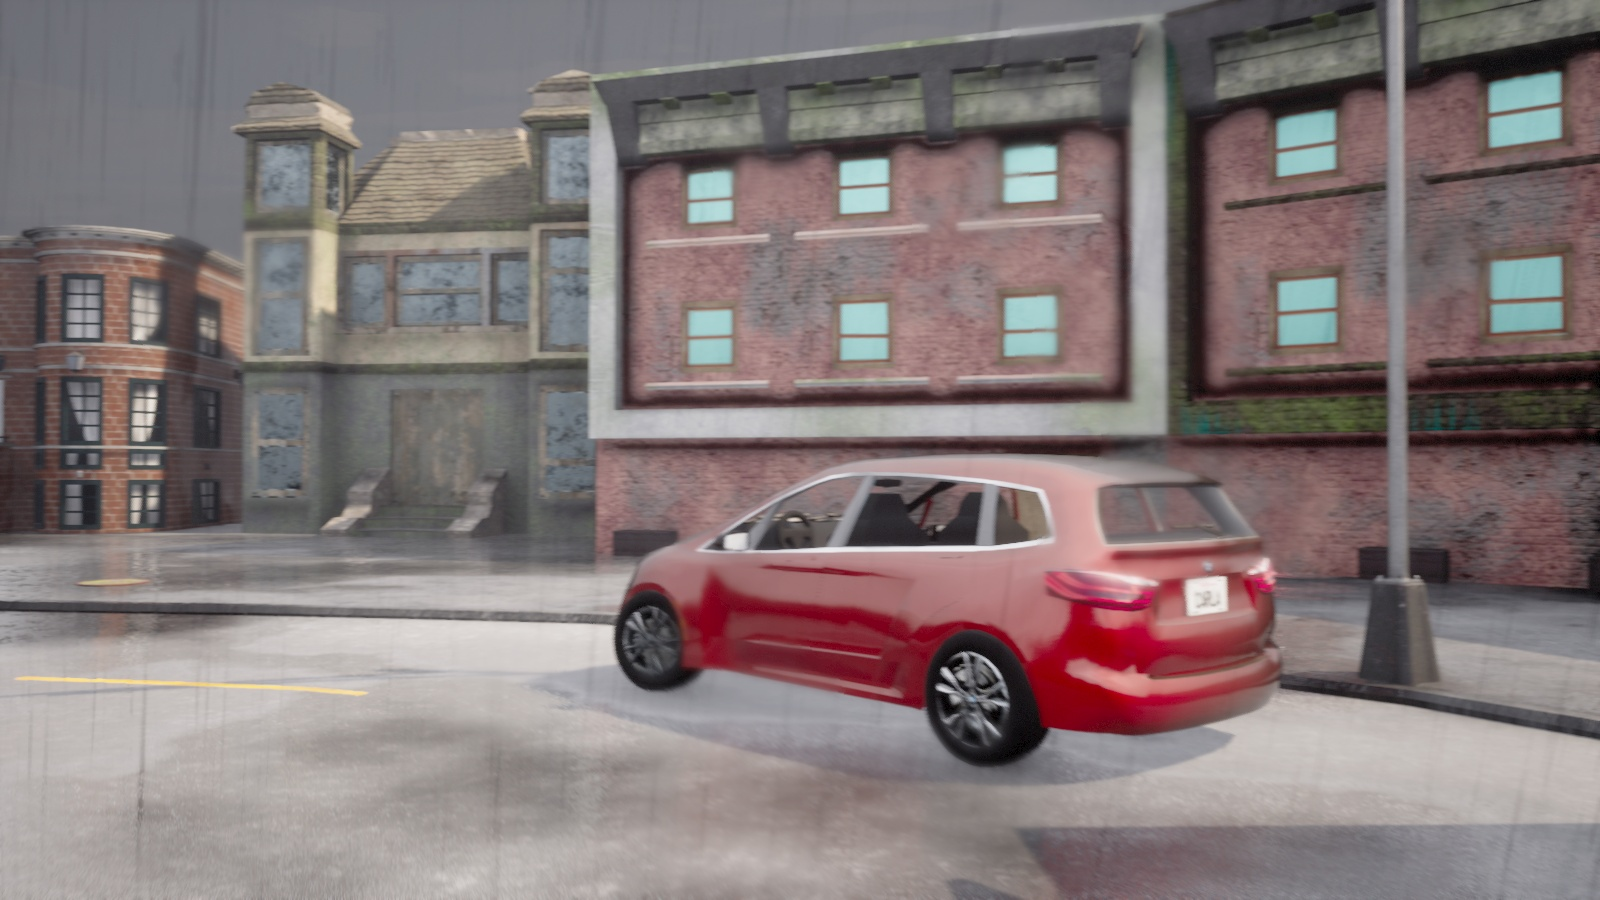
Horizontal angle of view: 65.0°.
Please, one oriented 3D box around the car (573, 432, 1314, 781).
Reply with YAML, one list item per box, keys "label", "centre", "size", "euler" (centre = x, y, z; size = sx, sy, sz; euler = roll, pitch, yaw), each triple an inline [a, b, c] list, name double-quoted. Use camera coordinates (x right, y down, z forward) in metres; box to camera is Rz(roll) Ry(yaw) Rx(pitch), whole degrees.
- label: "car"
  centre: [0.685, 0.794, 8.460]
  size: [2.242, 1.667, 4.611]
  euler: [1, -1, -43]
